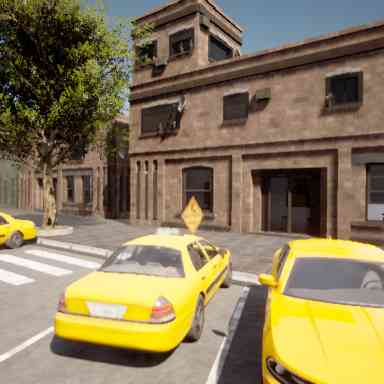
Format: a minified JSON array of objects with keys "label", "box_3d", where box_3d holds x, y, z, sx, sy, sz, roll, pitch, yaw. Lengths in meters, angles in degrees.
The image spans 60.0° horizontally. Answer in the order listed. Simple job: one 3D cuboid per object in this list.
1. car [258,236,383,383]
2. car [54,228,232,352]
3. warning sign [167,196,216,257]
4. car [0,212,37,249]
[{"label":"car","box_3d":[2.036,1.482,4.674,2.097,1.535,5.008,1,0,15]},{"label":"car","box_3d":[-0.372,1.472,6.581,1.946,1.575,5.366,1,0,16]},{"label":"warning sign","box_3d":[0.001,1.080,11.133,1.060,1.860,1.300,1,1,35]},{"label":"car","box_3d":[-7.805,1.357,11.463,1.946,1.575,5.366,1,0,16]}]
